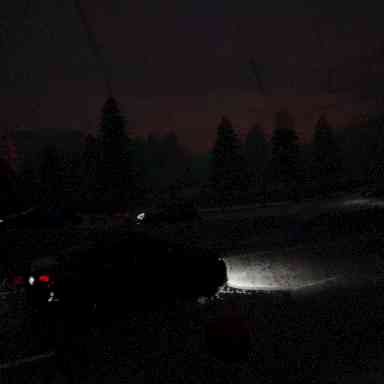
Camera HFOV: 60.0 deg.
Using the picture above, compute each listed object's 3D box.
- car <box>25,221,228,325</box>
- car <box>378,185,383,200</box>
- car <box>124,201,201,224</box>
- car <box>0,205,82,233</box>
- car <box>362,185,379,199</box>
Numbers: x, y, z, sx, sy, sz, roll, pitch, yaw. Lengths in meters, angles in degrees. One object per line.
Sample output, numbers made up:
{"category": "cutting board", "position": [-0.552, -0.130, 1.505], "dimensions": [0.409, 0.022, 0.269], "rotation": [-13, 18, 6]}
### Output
{"category": "car", "position": [-1.251, 1.560, 7.152], "dimensions": [4.181, 1.385, 1.994], "rotation": [0, 0, -35]}
{"category": "car", "position": [23.931, -0.043, 38.237], "dimensions": [4.553, 1.767, 2.097], "rotation": [-7, 4, -35]}
{"category": "car", "position": [-1.723, 1.337, 19.957], "dimensions": [4.553, 1.767, 2.097], "rotation": [0, 0, -35]}
{"category": "car", "position": [-8.797, 1.521, 19.226], "dimensions": [4.674, 1.442, 1.812], "rotation": [0, 0, -35]}
{"category": "car", "position": [23.431, -0.107, 42.173], "dimensions": [4.902, 1.511, 2.128], "rotation": [-8, 5, -35]}
